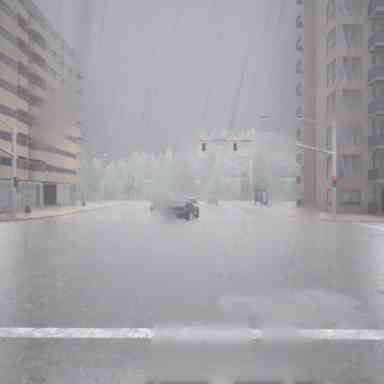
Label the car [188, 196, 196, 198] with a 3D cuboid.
[{"bbox_3d":[-0.024,1.526,60.009,1.812,1.442,4.674,0,0,0],"label":"car"}]

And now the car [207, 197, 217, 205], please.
[{"bbox_3d":[3.720,1.547,60.779,2.033,1.411,5.357,0,0,4],"label":"car"}]

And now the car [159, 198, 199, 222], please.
[{"bbox_3d":[-0.710,1.505,26.299,1.837,1.490,4.892,2,0,13],"label":"car"}]

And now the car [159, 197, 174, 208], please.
[{"bbox_3d":[-3.606,1.505,48.061,1.837,1.490,4.892,0,0,0],"label":"car"}]

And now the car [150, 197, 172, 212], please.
[{"bbox_3d":[-3.614,1.352,38.279,2.097,1.767,4.553,0,0,0],"label":"car"}]
